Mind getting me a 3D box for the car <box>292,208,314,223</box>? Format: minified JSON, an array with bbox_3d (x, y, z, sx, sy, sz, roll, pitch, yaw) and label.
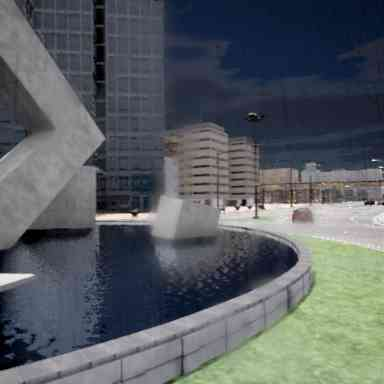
[{"bbox_3d":[11.317,2.344,33.974,1.994,1.385,4.181,-1,-2,18],"label":"car"}]
